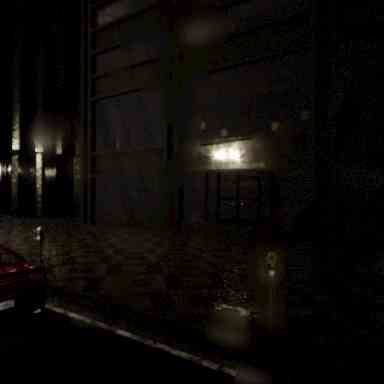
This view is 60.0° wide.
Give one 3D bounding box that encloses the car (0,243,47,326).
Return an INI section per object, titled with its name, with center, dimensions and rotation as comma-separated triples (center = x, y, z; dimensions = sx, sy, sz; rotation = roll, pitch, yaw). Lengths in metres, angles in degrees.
[car]
center = -4.534, 1.520, 6.195
dimensions = 4.507, 1.381, 1.887
rotation = 0, 0, 35
